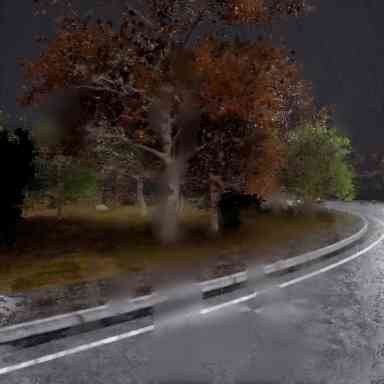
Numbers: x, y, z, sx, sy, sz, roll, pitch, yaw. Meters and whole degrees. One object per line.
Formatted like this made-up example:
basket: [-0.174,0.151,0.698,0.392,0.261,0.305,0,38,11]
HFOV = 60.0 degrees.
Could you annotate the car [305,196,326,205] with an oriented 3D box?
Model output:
car: [20.600,1.417,55.717,1.882,1.535,5.008,-2,0,-2]
